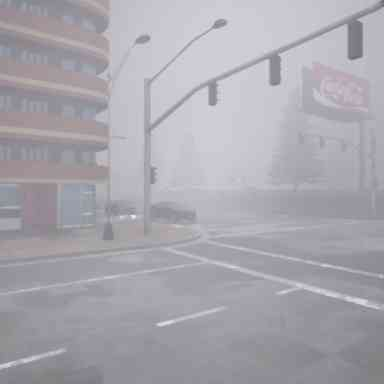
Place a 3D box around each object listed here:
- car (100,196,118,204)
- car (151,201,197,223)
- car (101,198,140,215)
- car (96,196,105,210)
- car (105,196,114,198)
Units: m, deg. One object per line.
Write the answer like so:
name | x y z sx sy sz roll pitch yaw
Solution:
car | -16.070 1.557 64.432 1.812 1.442 4.674 0 0 -36
car | -1.565 1.495 26.196 1.882 1.535 5.008 0 0 -36
car | -7.352 1.582 34.215 1.994 1.385 4.181 0 0 -36
car | -13.193 1.523 42.330 1.837 1.490 4.892 0 0 -36
car | -15.307 1.505 57.544 1.882 1.535 5.008 0 0 -36
